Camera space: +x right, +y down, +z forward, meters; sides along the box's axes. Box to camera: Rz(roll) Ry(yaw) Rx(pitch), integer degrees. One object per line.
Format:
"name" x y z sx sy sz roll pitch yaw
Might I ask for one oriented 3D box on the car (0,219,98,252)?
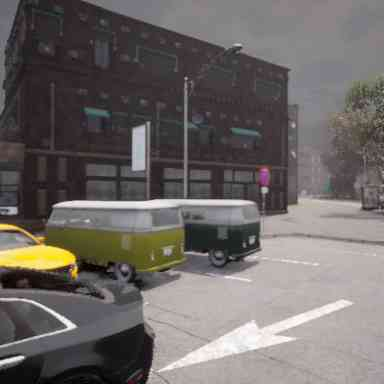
"car" -4.716 1.483 7.613 5.008 1.535 2.097 -1 -1 34

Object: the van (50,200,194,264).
"van" -2.406 1.254 9.447 4.442 1.987 1.878 -1 0 34

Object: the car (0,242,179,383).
"car" -2.645 1.503 2.648 4.892 1.490 1.837 0 0 -36

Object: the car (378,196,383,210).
"car" 21.715 1.293 37.967 1.837 1.490 4.892 0 2 4

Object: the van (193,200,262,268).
"van" 0.009 1.249 11.228 4.442 1.987 1.878 -1 0 34
